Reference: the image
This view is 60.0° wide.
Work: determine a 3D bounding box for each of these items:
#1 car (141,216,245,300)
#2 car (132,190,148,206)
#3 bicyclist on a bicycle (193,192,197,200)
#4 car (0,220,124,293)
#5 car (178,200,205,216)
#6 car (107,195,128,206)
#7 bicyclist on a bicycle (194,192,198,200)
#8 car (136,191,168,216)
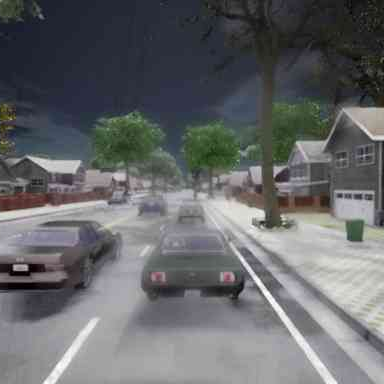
[{"bbox_3d":[0.031,1.506,8.119,1.895,1.301,4.718,0,1,0],"label":"car"},{"bbox_3d":[-6.776,0.783,45.763,2.150,2.045,5.566,0,0,0],"label":"car"},{"bbox_3d":[0.608,0.845,66.246,0.866,1.612,1.509,0,0,0],"label":"bicyclist on a bicycle"},{"bbox_3d":[-3.219,1.445,8.771,2.033,1.411,5.357,0,1,0],"label":"car"},{"bbox_3d":[-0.034,1.291,23.799,2.033,1.411,5.357,0,1,0],"label":"car"},{"bbox_3d":[-10.027,1.111,45.148,2.033,1.411,5.357,0,0,0],"label":"car"},{"bbox_3d":[0.650,0.843,57.244,0.659,1.776,1.843,0,1,0],"label":"bicyclist on a bicycle"},{"bbox_3d":[-3.287,1.046,28.978,2.097,1.767,4.553,0,0,0],"label":"car"}]
